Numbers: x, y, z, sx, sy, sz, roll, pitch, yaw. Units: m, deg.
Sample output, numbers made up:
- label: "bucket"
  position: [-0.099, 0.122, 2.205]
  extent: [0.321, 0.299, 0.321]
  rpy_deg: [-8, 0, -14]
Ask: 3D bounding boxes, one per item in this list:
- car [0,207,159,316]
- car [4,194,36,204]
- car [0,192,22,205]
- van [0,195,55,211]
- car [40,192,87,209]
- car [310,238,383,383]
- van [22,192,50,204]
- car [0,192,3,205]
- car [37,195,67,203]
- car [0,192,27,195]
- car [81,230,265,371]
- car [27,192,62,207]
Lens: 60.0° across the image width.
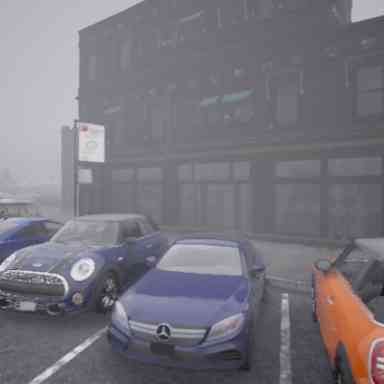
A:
- label: "car"
  position: [-2.134, 1.337, 7.719]
  extent: [2.185, 1.767, 4.553]
  rpy_deg: [1, 0, 15]
- label: "car"
  position: [-29.731, 1.169, 57.525]
  extent: [4.553, 1.767, 2.185]
  rpy_deg: [-1, -1, 14]
- label: "car"
  position: [-31.361, 1.042, 55.008]
  extent: [5.566, 2.045, 2.435]
  rpy_deg: [-1, -1, 14]
- label: "van"
  position: [-7.017, 1.215, 11.288]
  extent: [1.878, 1.987, 4.442]
  rpy_deg: [0, -1, 15]
- label: "car"
  position: [-17.483, 1.099, 45.345]
  extent: [5.566, 2.045, 2.435]
  rpy_deg: [1, 1, 14]
- label: "car"
  position: [2.727, 1.360, 4.172]
  extent: [2.185, 1.767, 4.553]
  rpy_deg: [0, -1, 16]
- label: "van"
  position: [-28.129, 1.071, 60.043]
  extent: [4.442, 1.987, 1.878]
  rpy_deg: [-1, 0, 14]
- label: "car"
  position: [-33.103, 1.041, 52.492]
  extent: [5.566, 2.045, 2.435]
  rpy_deg: [-1, 0, 14]
- label: "car"
  position: [-26.332, 1.298, 62.531]
  extent: [4.892, 1.521, 2.231]
  rpy_deg: [-1, -1, 14]
- label: "car"
  position: [-22.382, 1.096, 37.982]
  extent: [5.566, 2.045, 2.435]
  rpy_deg: [1, 0, 14]
- label: "car"
  position: [0.296, 1.514, 5.946]
  extent: [2.002, 1.452, 4.674]
  rpy_deg: [1, 0, 15]
- label: "car"
  position: [-19.136, 1.098, 42.890]
  extent: [5.566, 2.045, 2.435]
  rpy_deg: [1, 1, 14]
